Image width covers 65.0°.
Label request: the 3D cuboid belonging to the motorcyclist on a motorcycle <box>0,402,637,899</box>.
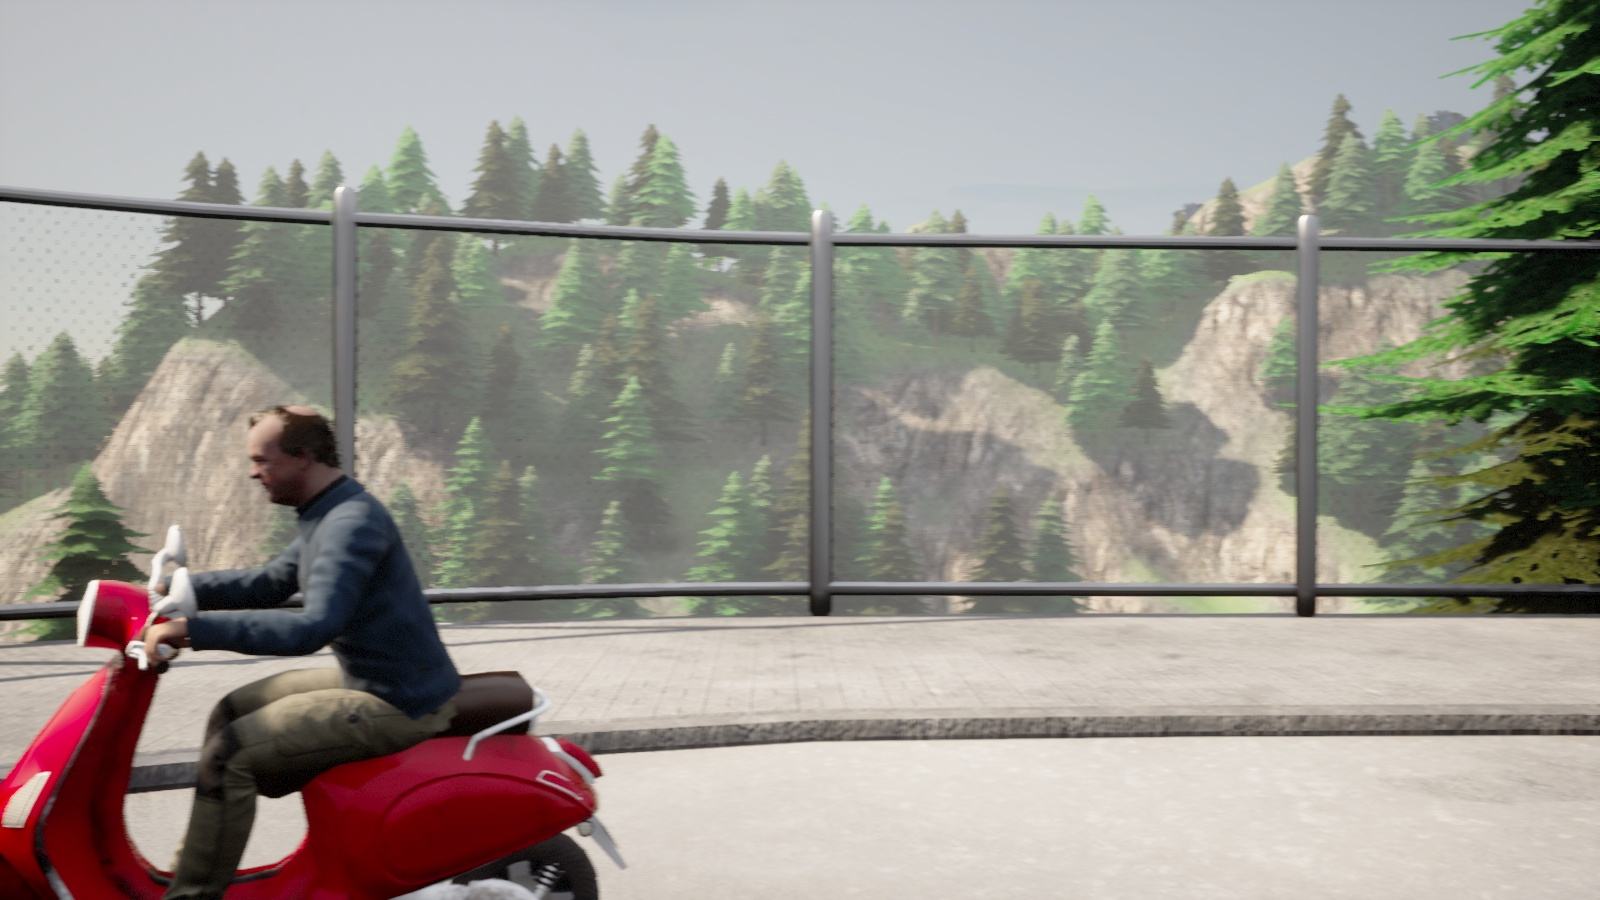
[{"bbox_3d":[-1.422,0.684,3.226,1.817,1.590,0.866,0,1,-23],"label":"motorcyclist on a motorcycle"}]
